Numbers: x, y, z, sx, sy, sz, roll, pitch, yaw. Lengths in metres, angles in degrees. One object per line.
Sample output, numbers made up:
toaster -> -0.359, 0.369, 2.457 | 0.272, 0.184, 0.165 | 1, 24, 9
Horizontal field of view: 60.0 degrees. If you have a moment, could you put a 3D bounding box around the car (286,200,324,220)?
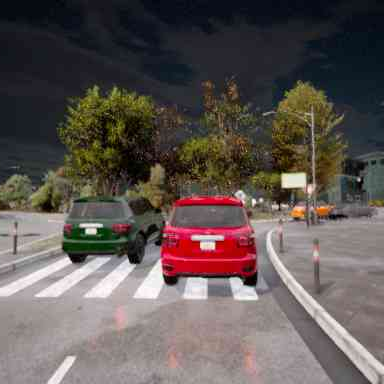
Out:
car -> 11.286, 1.558, 30.073 | 4.553, 1.767, 2.097 | -1, -3, -27

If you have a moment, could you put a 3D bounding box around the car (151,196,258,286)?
car -> 0.555, 1.132, 9.354 | 2.150, 2.045, 5.566 | 0, 1, 5

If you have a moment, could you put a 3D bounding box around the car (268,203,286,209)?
car -> 19.275, 3.231, 74.372 | 4.674, 1.442, 1.812 | -3, -5, 37

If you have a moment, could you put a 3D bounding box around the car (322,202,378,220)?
car -> 13.280, 1.548, 27.484 | 4.181, 1.385, 1.994 | -1, -3, -26

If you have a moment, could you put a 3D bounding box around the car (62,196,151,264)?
car -> -2.416, 1.141, 11.675 | 2.150, 2.045, 5.566 | -1, 0, 7
